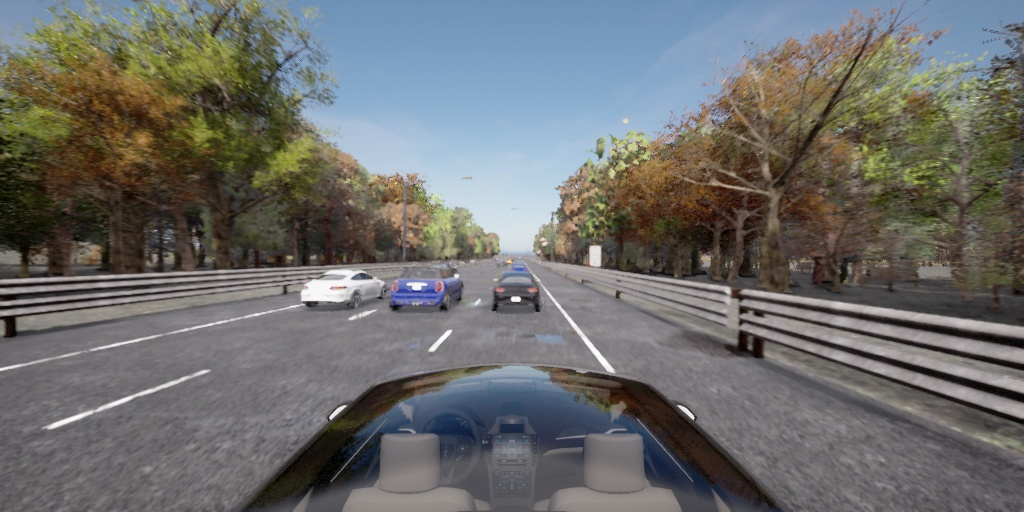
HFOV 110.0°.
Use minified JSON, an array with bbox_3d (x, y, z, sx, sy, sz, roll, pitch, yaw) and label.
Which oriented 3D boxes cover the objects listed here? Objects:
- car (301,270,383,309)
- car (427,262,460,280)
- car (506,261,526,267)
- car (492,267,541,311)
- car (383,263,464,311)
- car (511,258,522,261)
[{"bbox_3d":[-6.807,1.292,14.943,1.812,1.442,4.674,0,0,1],"label":"car"},{"bbox_3d":[-6.388,1.360,34.012,2.128,1.511,4.902,0,0,1],"label":"car"},{"bbox_3d":[0.653,1.464,35.850,1.812,1.442,4.674,0,0,1],"label":"car"},{"bbox_3d":[0.191,1.351,14.787,1.812,1.442,4.674,0,0,1],"label":"car"},{"bbox_3d":[-3.311,1.147,14.774,2.097,1.767,4.553,0,0,1],"label":"car"},{"bbox_3d":[1.268,1.619,63.839,2.033,1.411,5.357,0,0,1],"label":"car"}]
